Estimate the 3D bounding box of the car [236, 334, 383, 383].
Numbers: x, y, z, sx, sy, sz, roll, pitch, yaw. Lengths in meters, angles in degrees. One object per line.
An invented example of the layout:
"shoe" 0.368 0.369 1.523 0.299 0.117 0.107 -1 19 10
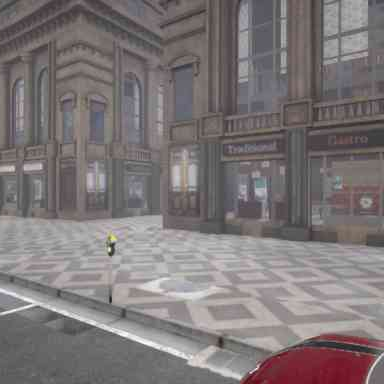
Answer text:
"car" 1.966 1.440 1.554 4.097 1.590 1.967 0 0 36
